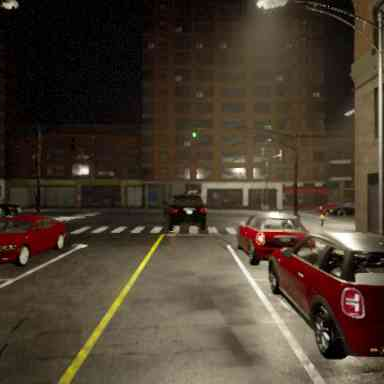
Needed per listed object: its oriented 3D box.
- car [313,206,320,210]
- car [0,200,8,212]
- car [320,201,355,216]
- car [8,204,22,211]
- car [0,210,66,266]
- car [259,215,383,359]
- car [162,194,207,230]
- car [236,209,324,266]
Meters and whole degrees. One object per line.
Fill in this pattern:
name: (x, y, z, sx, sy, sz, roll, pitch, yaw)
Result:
car: (14.654, 1.663, 34.095, 4.181, 1.385, 1.994, 0, 0, 0)
car: (-16.514, 1.379, 24.320, 4.718, 1.301, 1.895, 0, 0, 1)
car: (15.181, 1.626, 30.831, 5.357, 1.411, 2.033, 0, 0, 1)
car: (-16.712, 1.294, 27.583, 4.902, 1.511, 2.128, 0, 0, 0)
car: (-5.853, 1.519, 11.436, 1.887, 1.381, 4.507, 1, 0, 0)
car: (2.675, 1.427, 5.954, 1.967, 1.590, 4.097, 1, 0, 0)
car: (-0.572, 1.131, 20.518, 2.150, 2.045, 5.566, 0, 1, -9)
car: (2.673, 1.415, 11.437, 1.967, 1.590, 4.097, 1, 0, 0)
